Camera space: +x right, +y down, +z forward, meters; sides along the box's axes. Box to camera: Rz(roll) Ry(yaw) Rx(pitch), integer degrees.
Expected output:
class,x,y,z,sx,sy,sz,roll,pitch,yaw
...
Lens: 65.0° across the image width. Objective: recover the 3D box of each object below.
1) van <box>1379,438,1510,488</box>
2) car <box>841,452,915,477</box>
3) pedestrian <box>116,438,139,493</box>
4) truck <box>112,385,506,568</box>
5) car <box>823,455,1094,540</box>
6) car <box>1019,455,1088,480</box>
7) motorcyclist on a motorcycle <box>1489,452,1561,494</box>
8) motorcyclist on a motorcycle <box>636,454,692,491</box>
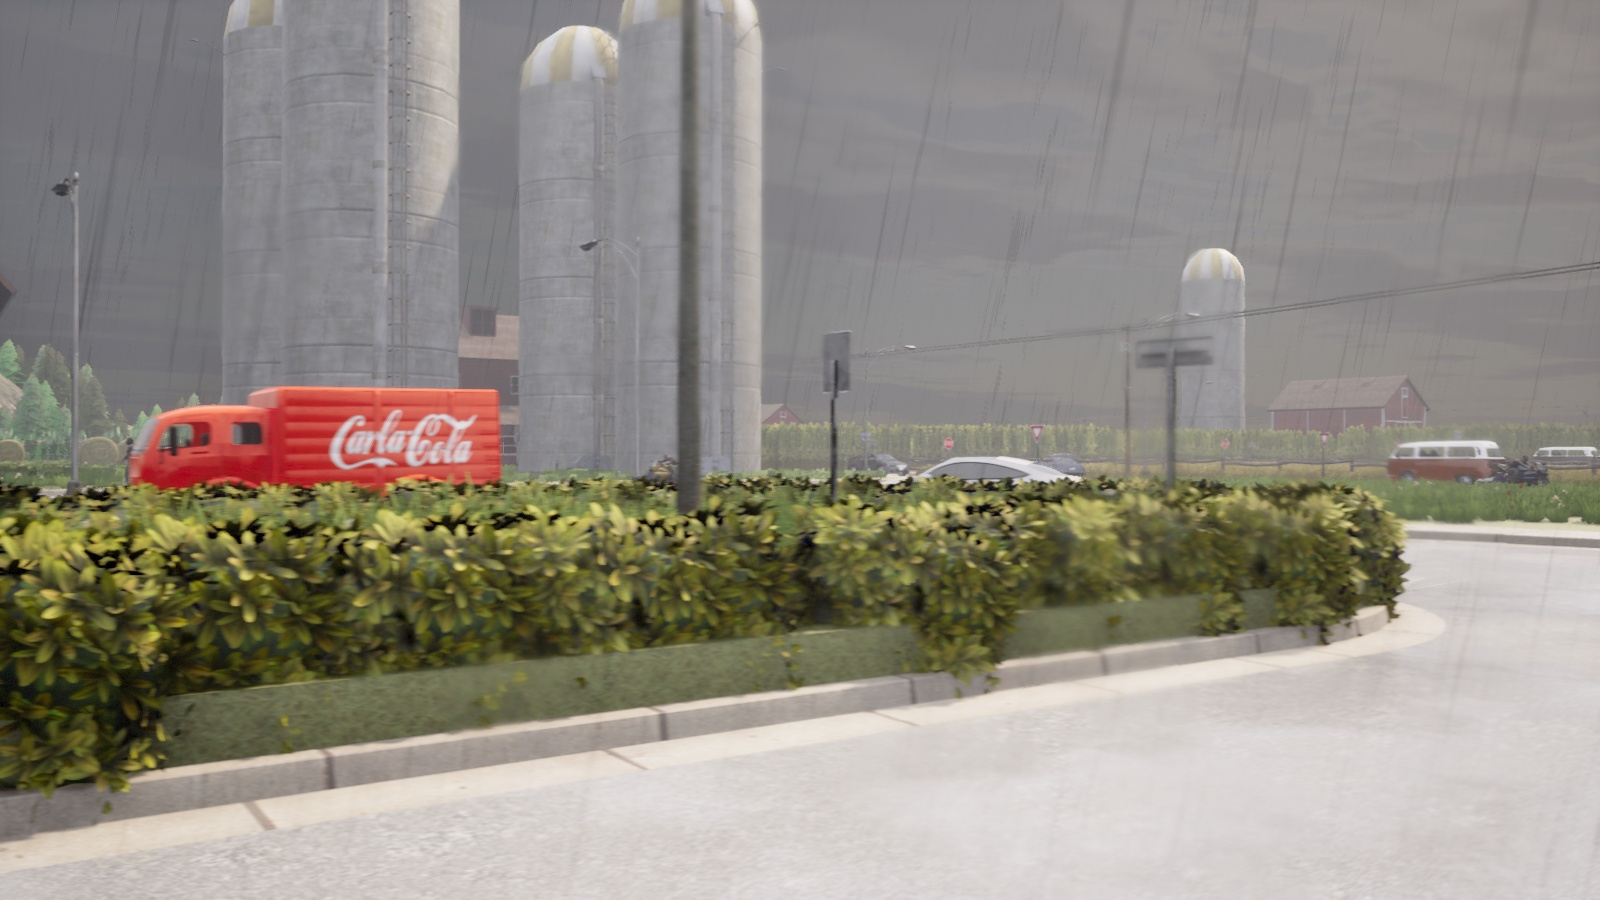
class,x,y,z,sx,sy,sz,roll,pitch,yaw
van,27.299,0.541,53.335,2.069,2.038,4.480,0,0,-35
car,4.883,0.886,79.587,2.128,1.511,4.902,0,0,-34
pedestrian,-23.736,0.559,44.337,0.666,1.930,0.402,0,0,-34
truck,-7.578,0.304,19.535,5.204,2.467,2.627,-2,1,-34
car,2.916,0.821,22.954,4.674,1.442,1.812,0,0,17
car,14.388,0.954,71.489,1.994,1.385,4.181,0,0,-19
motorcyclist on a motorcycle,27.267,0.838,47.263,0.866,1.530,2.191,0,0,-35
motorcyclist on a motorcycle,-5.697,0.921,52.804,2.191,1.530,0.866,0,0,-36
